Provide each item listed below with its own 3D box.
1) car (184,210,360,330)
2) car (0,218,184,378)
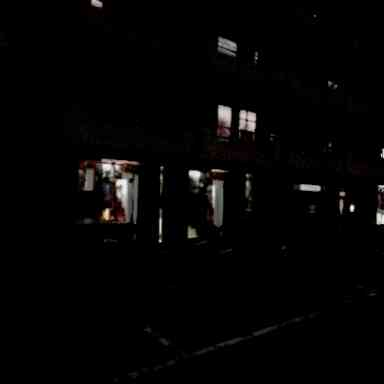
[{"bbox_3d":[1.661,1.379,7.257,5.009,1.841,2.192,1,1,-35],"label":"car"},{"bbox_3d":[-2.839,1.315,4.043,5.009,1.841,2.192,1,1,-35],"label":"car"}]
